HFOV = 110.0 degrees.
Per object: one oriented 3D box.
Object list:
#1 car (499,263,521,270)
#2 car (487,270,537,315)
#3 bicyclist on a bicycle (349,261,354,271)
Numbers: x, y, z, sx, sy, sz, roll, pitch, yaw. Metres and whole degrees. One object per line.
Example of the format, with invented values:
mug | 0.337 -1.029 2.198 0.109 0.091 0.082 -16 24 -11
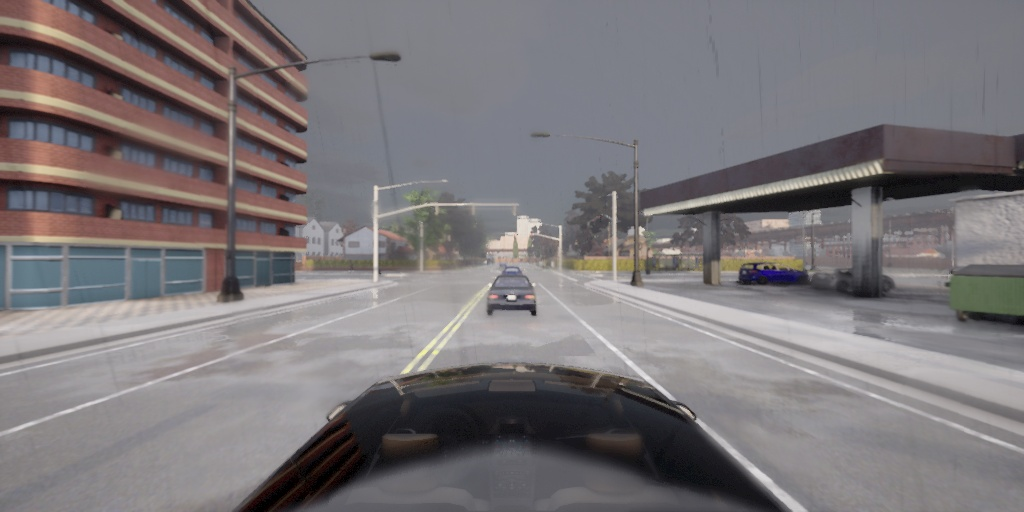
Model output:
car | 0.023 1.601 30.723 1.812 1.442 4.674 0 0 1
car | 0.006 1.439 14.342 2.033 1.411 5.357 0 -1 0
bicyclist on a bicycle | -26.507 1.695 59.191 0.582 1.620 1.656 0 0 1
